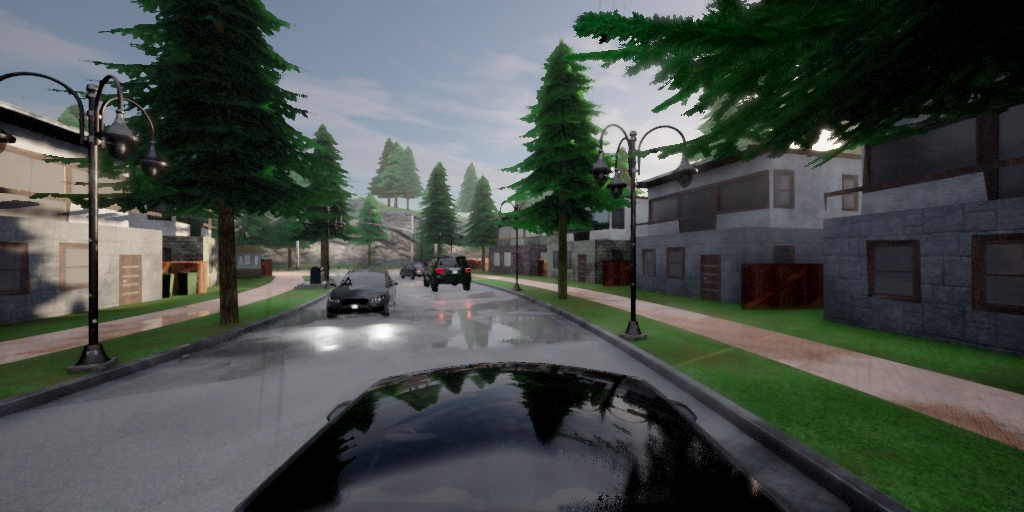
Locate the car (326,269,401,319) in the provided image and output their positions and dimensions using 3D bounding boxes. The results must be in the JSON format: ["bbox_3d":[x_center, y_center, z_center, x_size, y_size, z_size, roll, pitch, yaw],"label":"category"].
[{"bbox_3d":[-5.235,1.254,12.961,1.837,1.490,4.892,0,0,-14],"label":"car"}]

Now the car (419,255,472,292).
[{"bbox_3d":[-4.058,0.968,21.911,2.150,2.045,5.566,0,0,-21],"label":"car"}]

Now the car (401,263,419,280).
[{"bbox_3d":[-8.355,1.295,31.465,2.033,1.411,5.357,0,0,-32],"label":"car"}]
